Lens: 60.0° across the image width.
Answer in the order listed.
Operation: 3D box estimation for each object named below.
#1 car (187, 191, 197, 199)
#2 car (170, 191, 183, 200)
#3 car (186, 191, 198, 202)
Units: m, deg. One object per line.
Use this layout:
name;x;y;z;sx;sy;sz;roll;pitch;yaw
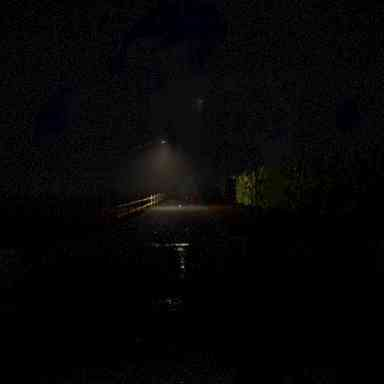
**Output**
car;-0.011;0.533;64.908;2.033;1.411;5.357;0;2;0
car;-2.760;0.688;59.082;1.837;1.490;4.892;0;2;0
car;-0.009;0.818;54.495;1.837;1.490;4.892;0;1;0
